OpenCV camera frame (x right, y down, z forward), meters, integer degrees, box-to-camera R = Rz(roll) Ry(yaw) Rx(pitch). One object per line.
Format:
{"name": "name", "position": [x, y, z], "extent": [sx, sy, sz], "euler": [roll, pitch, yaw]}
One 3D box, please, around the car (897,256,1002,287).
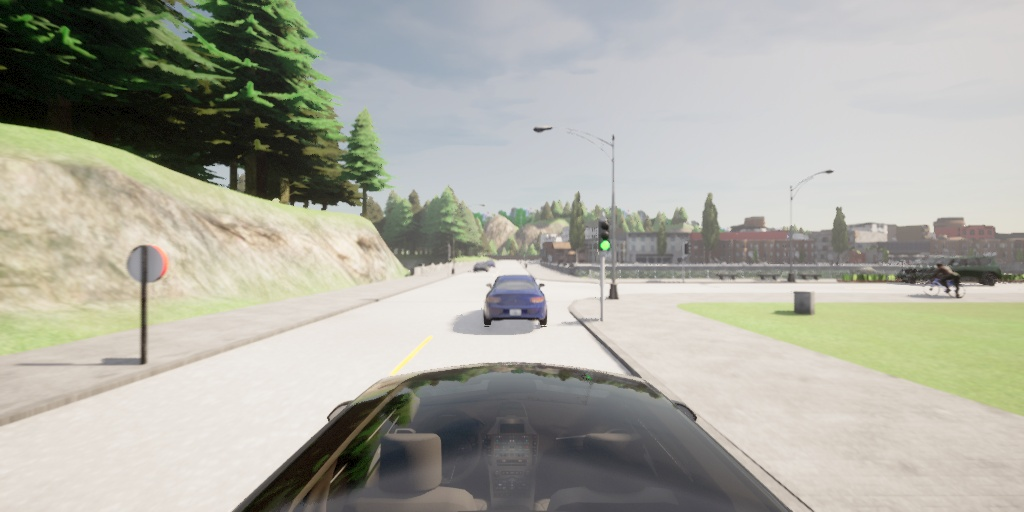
{"name": "car", "position": [30.607, 1.042, 25.168], "extent": [5.566, 2.045, 2.150], "euler": [0, 0, 0]}

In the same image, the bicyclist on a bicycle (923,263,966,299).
{"name": "bicyclist on a bicycle", "position": [20.200, 1.145, 16.784], "extent": [0.582, 1.620, 1.656], "euler": [0, 0, 0]}

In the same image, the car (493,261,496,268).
{"name": "car", "position": [-3.947, 1.466, 64.593], "extent": [1.812, 1.442, 4.674], "euler": [0, 0, 1]}

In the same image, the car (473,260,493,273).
{"name": "car", "position": [-4.028, 1.435, 47.110], "extent": [2.033, 1.411, 5.357], "euler": [0, 0, 0]}

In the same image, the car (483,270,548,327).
{"name": "car", "position": [0.111, 1.306, 11.601], "extent": [1.812, 1.442, 4.674], "euler": [0, 0, 1]}
